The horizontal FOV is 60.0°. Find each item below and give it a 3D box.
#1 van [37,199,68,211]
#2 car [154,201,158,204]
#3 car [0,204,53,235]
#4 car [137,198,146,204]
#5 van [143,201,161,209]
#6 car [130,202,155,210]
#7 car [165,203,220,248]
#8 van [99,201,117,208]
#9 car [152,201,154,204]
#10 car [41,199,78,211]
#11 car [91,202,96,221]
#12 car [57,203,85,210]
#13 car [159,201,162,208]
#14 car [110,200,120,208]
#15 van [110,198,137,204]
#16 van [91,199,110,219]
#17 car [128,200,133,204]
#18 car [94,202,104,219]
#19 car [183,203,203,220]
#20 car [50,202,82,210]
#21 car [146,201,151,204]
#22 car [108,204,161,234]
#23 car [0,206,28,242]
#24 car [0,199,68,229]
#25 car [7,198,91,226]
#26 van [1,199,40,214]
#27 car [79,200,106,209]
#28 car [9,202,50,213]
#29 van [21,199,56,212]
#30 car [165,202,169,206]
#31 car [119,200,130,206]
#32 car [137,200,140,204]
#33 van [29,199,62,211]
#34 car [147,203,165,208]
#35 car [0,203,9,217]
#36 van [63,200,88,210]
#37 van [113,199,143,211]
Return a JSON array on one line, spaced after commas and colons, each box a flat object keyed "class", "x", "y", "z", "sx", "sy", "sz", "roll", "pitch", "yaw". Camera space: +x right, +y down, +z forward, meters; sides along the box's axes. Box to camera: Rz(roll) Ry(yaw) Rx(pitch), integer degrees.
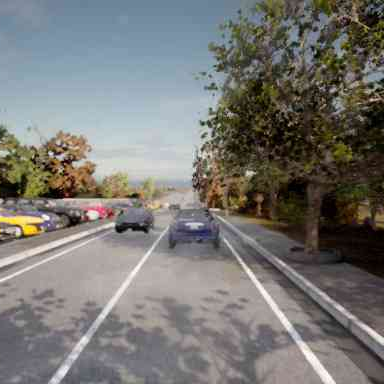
[{"class": "van", "x": -23.526, "y": 2.215, "z": 56.234, "sx": 4.442, "sy": 1.987, "sz": 1.878, "roll": 0, "pitch": -2, "yaw": 0}, {"class": "car", "x": -10.141, "y": 2.836, "z": 67.307, "sx": 5.366, "sy": 1.575, "sz": 1.946, "roll": 0, "pitch": -2, "yaw": 0}, {"class": "car", "x": -10.345, "y": 1.576, "z": 17.377, "sx": 5.008, "sy": 1.535, "sz": 2.097, "roll": 0, "pitch": -1, "yaw": 0}, {"class": "car", "x": -10.359, "y": 1.990, "z": 50.670, "sx": 5.566, "sy": 2.045, "sz": 2.435, "roll": 0, "pitch": -2, "yaw": 0}, {"class": "van", "x": -10.439, "y": 3.310, "z": 86.736, "sx": 4.442, "sy": 1.987, "sz": 1.878, "roll": 0, "pitch": -2, "yaw": 0}, {"class": "car", "x": -10.320, "y": 2.939, "z": 70.082, "sx": 4.892, "sy": 1.521, "sz": 2.231, "roll": 0, "pitch": -2, "yaw": 0}, {"class": "car", "x": 0.094, "y": 1.436, "z": 15.278, "sx": 2.097, "sy": 1.767, "sz": 4.553, "roll": 0, "pitch": -1, "yaw": 0}, {"class": "van", "x": -23.292, "y": 3.515, "z": 92.364, "sx": 4.442, "sy": 1.987, "sz": 1.878, "roll": 0, "pitch": -2, "yaw": 0}, {"class": "car", "x": -10.296, "y": 2.613, "z": 64.537, "sx": 4.553, "sy": 1.767, "sz": 2.185, "roll": 0, "pitch": -2, "yaw": 0}, {"class": "car", "x": -23.380, "y": 2.289, "z": 59.004, "sx": 5.566, "sy": 2.045, "sz": 2.435, "roll": 0, "pitch": -2, "yaw": 0}, {"class": "car", "x": -10.366, "y": 1.761, "z": 25.700, "sx": 4.792, "sy": 1.488, "sz": 2.163, "roll": 0, "pitch": -1, "yaw": 0}, {"class": "car", "x": -23.405, "y": 2.784, "z": 64.655, "sx": 4.674, "sy": 1.452, "sz": 2.002, "roll": 0, "pitch": -2, "yaw": 0}, {"class": "car", "x": -10.139, "y": 3.134, "z": 75.630, "sx": 5.366, "sy": 1.575, "sz": 1.946, "roll": 0, "pitch": -2, "yaw": 0}, {"class": "car", "x": -10.340, "y": 1.896, "z": 34.027, "sx": 5.008, "sy": 1.535, "sz": 2.097, "roll": 0, "pitch": -1, "yaw": 0}, {"class": "van", "x": -10.215, "y": 1.891, "z": 45.134, "sx": 4.442, "sy": 1.987, "sz": 1.878, "roll": 0, "pitch": -1, "yaw": 0}, {"class": "van", "x": -10.452, "y": 1.616, "z": 31.256, "sx": 4.442, "sy": 1.987, "sz": 1.878, "roll": 0, "pitch": -1, "yaw": 0}, {"class": "car", "x": -10.335, "y": 2.101, "z": 42.353, "sx": 4.674, "sy": 1.452, "sz": 2.002, "roll": 0, "pitch": -1, "yaw": 0}, {"class": "car", "x": -10.338, "y": 1.826, "z": 28.475, "sx": 4.674, "sy": 1.452, "sz": 2.002, "roll": 0, "pitch": -1, "yaw": 0}, {"class": "car", "x": 0.089, "y": 1.896, "z": 33.072, "sx": 1.837, "sy": 1.490, "sz": 4.892, "roll": 0, "pitch": -1, "yaw": 0}, {"class": "car", "x": -23.402, "y": 2.644, "z": 61.887, "sx": 5.008, "sy": 1.535, "sz": 2.097, "roll": 0, "pitch": -2, "yaw": 0}, {"class": "car", "x": -10.323, "y": 2.540, "z": 58.984, "sx": 5.008, "sy": 1.535, "sz": 2.097, "roll": 0, "pitch": -2, "yaw": 0}, {"class": "car", "x": -3.358, "y": 1.708, "z": 20.637, "sx": 2.033, "sy": 1.411, "sz": 5.357, "roll": 0, "pitch": -1, "yaw": 0}, {"class": "car", "x": -10.345, "y": 1.538, "z": 14.605, "sx": 4.892, "sy": 1.521, "sz": 2.231, "roll": 0, "pitch": -1, "yaw": 0}, {"class": "car", "x": -10.369, "y": 1.499, "z": 20.156, "sx": 4.553, "sy": 1.767, "sz": 2.185, "roll": 0, "pitch": -1, "yaw": 0}, {"class": "car", "x": -10.309, "y": 1.425, "z": 22.929, "sx": 5.566, "sy": 2.045, "sz": 2.435, "roll": 0, "pitch": -1, "yaw": 0}, {"class": "van", "x": -23.295, "y": 1.894, "z": 45.299, "sx": 4.442, "sy": 1.987, "sz": 1.878, "roll": 0, "pitch": -1, "yaw": 0}, {"class": "car", "x": -23.376, "y": 2.989, "z": 78.508, "sx": 5.566, "sy": 2.045, "sz": 2.435, "roll": 0, "pitch": -2, "yaw": 0}, {"class": "car", "x": -23.416, "y": 2.175, "z": 48.064, "sx": 5.008, "sy": 1.535, "sz": 2.097, "roll": 0, "pitch": -1, "yaw": 0}, {"class": "van", "x": -23.294, "y": 2.016, "z": 50.689, "sx": 4.442, "sy": 1.987, "sz": 1.878, "roll": 0, "pitch": -2, "yaw": 0}, {"class": "car", "x": -3.308, "y": 2.723, "z": 61.981, "sx": 1.994, "sy": 1.385, "sz": 4.181, "roll": 0, "pitch": -2, "yaw": 0}, {"class": "car", "x": -10.303, "y": 2.036, "z": 39.576, "sx": 4.792, "sy": 1.488, "sz": 2.163, "roll": 0, "pitch": -1, "yaw": 0}, {"class": "car", "x": -10.360, "y": 2.201, "z": 47.911, "sx": 4.792, "sy": 1.488, "sz": 2.163, "roll": 0, "pitch": -2, "yaw": 0}, {"class": "van", "x": -23.526, "y": 2.120, "z": 53.591, "sx": 4.442, "sy": 1.987, "sz": 1.878, "roll": 0, "pitch": -2, "yaw": 0}, {"class": "car", "x": -10.314, "y": 3.844, "z": 95.052, "sx": 4.892, "sy": 1.521, "sz": 2.231, "roll": 0, "pitch": -2, "yaw": 0}, {"class": "car", "x": -23.408, "y": 1.956, "z": 36.987, "sx": 4.892, "sy": 1.521, "sz": 2.231, "roll": 0, "pitch": -1, "yaw": 0}, {"class": "van", "x": -23.523, "y": 2.613, "z": 67.307, "sx": 4.442, "sy": 1.987, "sz": 1.878, "roll": 0, "pitch": -2, "yaw": 0}, {"class": "van", "x": -10.213, "y": 2.115, "z": 53.443, "sx": 4.442, "sy": 1.987, "sz": 1.878, "roll": 0, "pitch": -2, "yaw": 0}]
